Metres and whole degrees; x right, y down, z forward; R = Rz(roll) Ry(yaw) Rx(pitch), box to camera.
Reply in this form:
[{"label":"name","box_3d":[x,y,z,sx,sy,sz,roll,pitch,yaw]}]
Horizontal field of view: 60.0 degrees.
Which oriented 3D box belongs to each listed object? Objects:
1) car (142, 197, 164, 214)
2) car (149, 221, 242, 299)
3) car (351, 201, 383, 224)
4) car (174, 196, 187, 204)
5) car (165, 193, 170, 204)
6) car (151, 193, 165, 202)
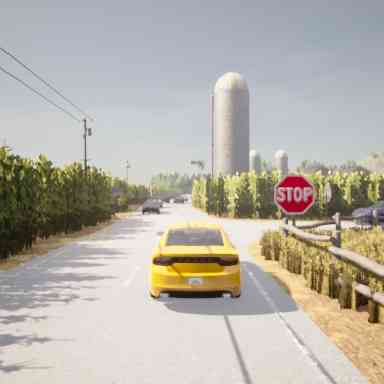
[{"label":"car","box_3d":[-4.277,1.547,35.323,2.033,1.411,5.357,0,0,-5]},{"label":"car","box_3d":[0.072,1.477,8.541,1.882,1.535,5.008,0,0,0]},{"label":"car","box_3d":[13.413,1.351,22.796,4.553,1.767,2.097,0,0,0]},{"label":"car","box_3d":[-2.532,1.546,64.713,2.033,1.411,5.357,0,0,2]},{"label":"car","box_3d":[-5.711,1.222,66.106,2.150,2.045,5.566,0,0,2]},{"label":"car","box_3d":[-5.198,1.351,46.807,2.097,1.767,4.553,0,0,-4]}]
